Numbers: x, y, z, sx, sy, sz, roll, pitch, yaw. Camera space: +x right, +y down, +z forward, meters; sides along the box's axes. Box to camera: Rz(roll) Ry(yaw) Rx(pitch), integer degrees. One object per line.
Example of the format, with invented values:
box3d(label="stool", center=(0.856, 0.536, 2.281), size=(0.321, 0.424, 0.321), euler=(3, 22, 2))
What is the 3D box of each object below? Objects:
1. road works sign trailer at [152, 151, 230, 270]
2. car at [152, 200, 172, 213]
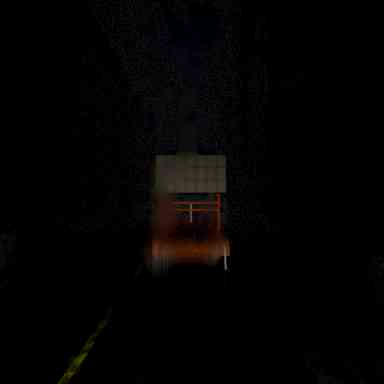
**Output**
box3d(label="road works sign trailer", center=(-0.034, 0.463, 10.987), size=(2.380, 3.560, 2.880), euler=(0, 0, 0))
box3d(label="car", center=(-3.225, 1.595, 36.502), size=(1.895, 1.301, 4.718), euler=(0, 0, 0))
